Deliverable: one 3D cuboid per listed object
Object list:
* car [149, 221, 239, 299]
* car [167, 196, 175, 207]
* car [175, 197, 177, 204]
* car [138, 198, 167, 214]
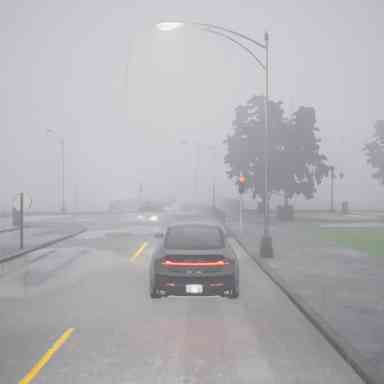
[{"bbox_3d":[0.061,1.505,8.454,1.837,1.490,4.892,0,0,0],"label":"car"},{"bbox_3d":[-4.092,1.563,49.409,1.994,1.385,4.181,0,0,0],"label":"car"},{"bbox_3d":[-4.027,1.504,65.672,1.837,1.490,4.892,0,0,0],"label":"car"},{"bbox_3d":[-4.402,1.601,36.191,1.895,1.301,4.718,0,0,7],"label":"car"}]
